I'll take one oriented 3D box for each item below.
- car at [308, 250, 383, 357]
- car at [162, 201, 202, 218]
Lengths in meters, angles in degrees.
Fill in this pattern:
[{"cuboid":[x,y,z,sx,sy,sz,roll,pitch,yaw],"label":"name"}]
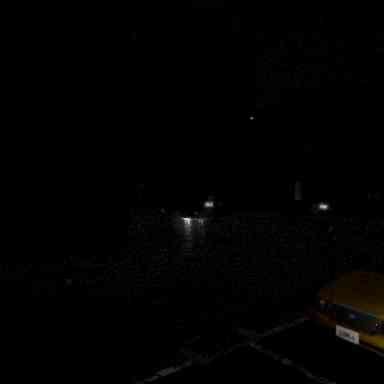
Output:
[{"cuboid":[3.915,1.436,5.567,4.829,1.417,1.752,-1,2,-35],"label":"car"},{"cuboid":[-1.043,1.631,31.205,1.837,1.490,4.892,1,-1,-35],"label":"car"}]
